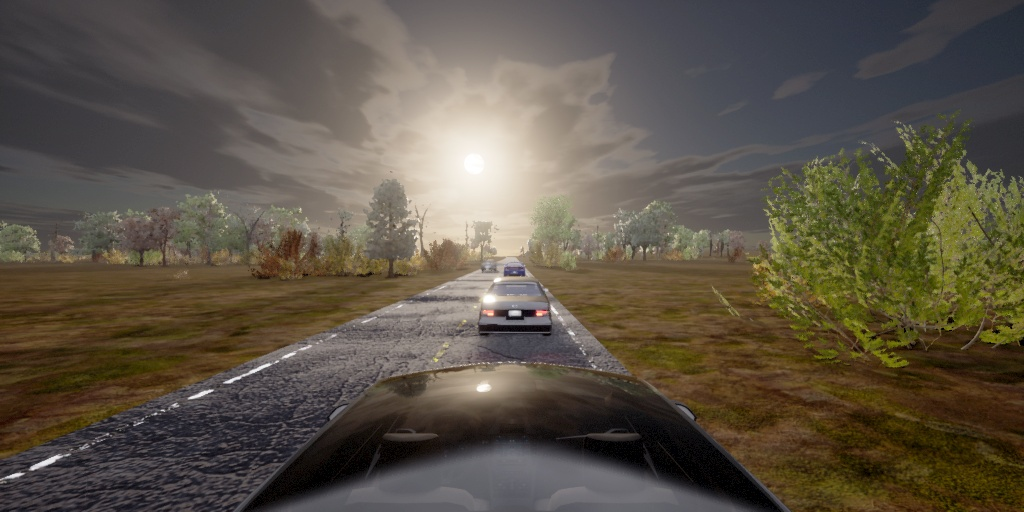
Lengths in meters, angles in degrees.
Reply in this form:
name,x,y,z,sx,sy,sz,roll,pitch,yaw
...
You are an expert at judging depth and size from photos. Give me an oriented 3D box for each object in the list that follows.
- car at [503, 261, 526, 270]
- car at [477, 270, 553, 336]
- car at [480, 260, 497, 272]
name,x,y,z,sx,sy,sz,roll,pitch,yaw
car,0.228,1.221,32.578,1.882,1.535,5.008,0,0,0
car,0.118,1.298,10.355,2.033,1.411,5.357,0,0,1
car,-2.910,1.226,45.413,2.128,1.511,4.902,0,0,0
